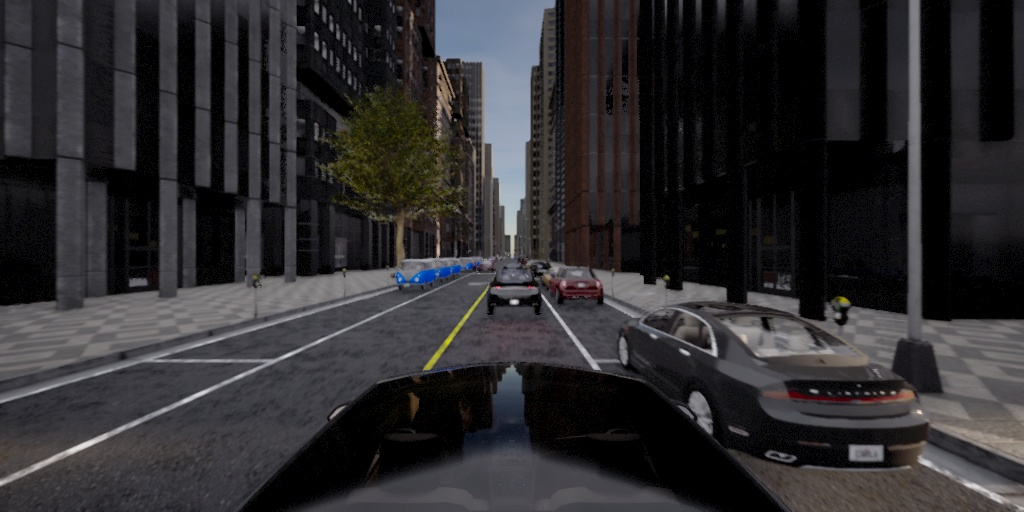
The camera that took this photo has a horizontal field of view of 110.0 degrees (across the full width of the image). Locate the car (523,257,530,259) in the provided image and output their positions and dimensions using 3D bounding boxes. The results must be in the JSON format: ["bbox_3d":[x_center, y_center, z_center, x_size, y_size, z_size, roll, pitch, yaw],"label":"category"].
[{"bbox_3d":[2.767,1.256,50.100,1.751,1.417,4.829,0,0,0],"label":"car"}]

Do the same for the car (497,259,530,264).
[{"bbox_3d":[0.088,1.227,29.318,2.128,1.511,4.902,0,0,0],"label":"car"}]

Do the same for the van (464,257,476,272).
[{"bbox_3d":[-5.759,1.072,44.304,1.690,1.789,3.998,0,0,0],"label":"van"}]

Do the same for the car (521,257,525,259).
[{"bbox_3d":[2.767,1.296,55.548,1.948,1.339,4.313,0,0,0],"label":"car"}]

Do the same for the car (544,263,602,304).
[{"bbox_3d":[2.764,1.181,16.217,1.967,1.591,4.097,0,0,0],"label":"car"}]

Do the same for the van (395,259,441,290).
[{"bbox_3d":[-5.761,1.079,21.831,1.690,1.789,3.998,0,0,0],"label":"van"}]

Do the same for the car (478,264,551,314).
[{"bbox_3d":[0.084,1.235,13.734,2.128,1.511,4.902,0,0,0],"label":"car"}]

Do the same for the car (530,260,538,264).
[{"bbox_3d":[2.765,1.300,33.074,1.948,1.339,4.313,0,0,0],"label":"car"}]

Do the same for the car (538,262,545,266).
[{"bbox_3d":[2.764,1.264,22.006,1.751,1.417,4.829,0,0,0],"label":"car"}]

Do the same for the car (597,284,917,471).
[{"bbox_3d":[2.763,1.299,4.980,2.007,1.370,4.403,0,0,0],"label":"car"}]

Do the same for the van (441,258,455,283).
[{"bbox_3d":[-5.760,1.076,27.449,1.690,1.789,3.998,0,0,0],"label":"van"}]

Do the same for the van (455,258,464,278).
[{"bbox_3d":[-5.760,1.075,33.067,1.690,1.789,3.998,0,0,0],"label":"van"}]

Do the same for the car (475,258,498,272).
[{"bbox_3d":[-3.086,1.257,43.797,1.812,1.442,4.674,0,0,0],"label":"car"}]
